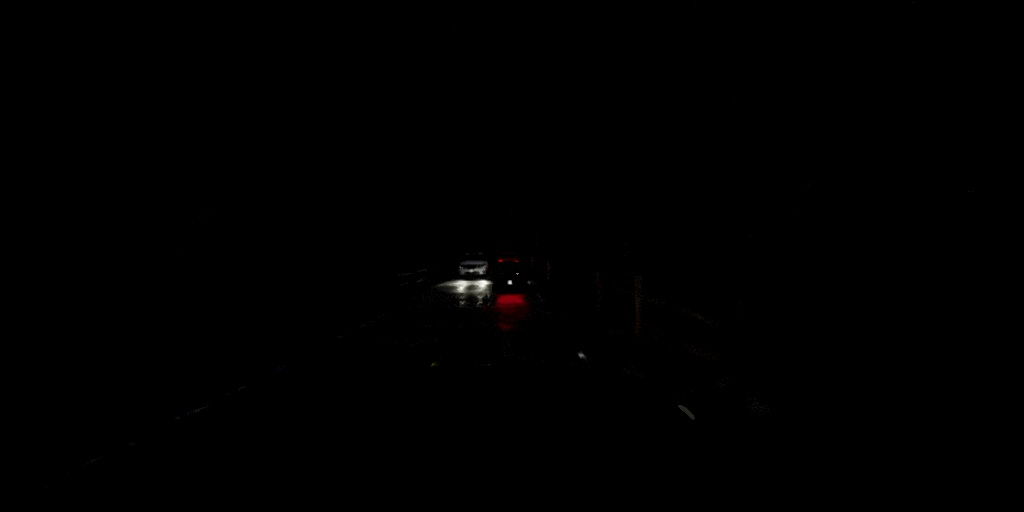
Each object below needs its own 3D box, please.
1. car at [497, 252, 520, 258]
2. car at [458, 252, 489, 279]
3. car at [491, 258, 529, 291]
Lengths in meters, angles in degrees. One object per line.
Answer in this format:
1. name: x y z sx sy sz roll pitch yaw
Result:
1. car: -0.323 0.615 37.045 2.150 2.045 5.566 -1 1 0
2. car: -3.055 0.721 29.458 2.150 2.045 5.566 -1 1 -1
3. car: -0.111 1.061 20.363 1.837 1.490 4.892 -1 0 0
